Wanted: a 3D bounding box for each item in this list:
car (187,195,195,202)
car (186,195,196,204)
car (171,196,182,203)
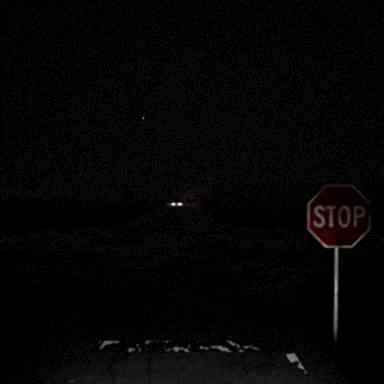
[{"bbox_3d":[-0.222,1.375,70.618,1.812,1.442,4.674,0,0,0],"label":"car"},{"bbox_3d":[-0.191,1.441,60.581,2.128,1.511,4.902,0,0,0],"label":"car"},{"bbox_3d":[-2.957,1.512,65.603,1.994,1.385,4.181,0,0,0],"label":"car"}]
